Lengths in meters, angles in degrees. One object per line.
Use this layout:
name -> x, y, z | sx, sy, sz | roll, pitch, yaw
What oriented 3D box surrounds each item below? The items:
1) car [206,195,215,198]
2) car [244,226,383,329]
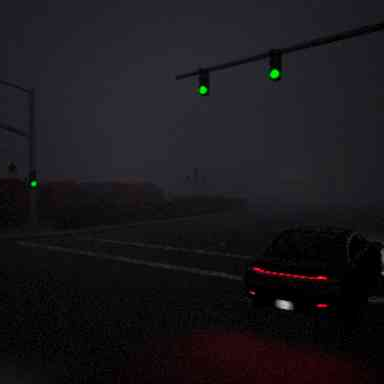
car -> 2.180, 1.270, 62.398 | 4.605, 1.855, 1.932 | -1, 0, 35
car -> 2.809, 1.482, 7.111 | 2.128, 1.511, 4.902 | 0, 1, 35
